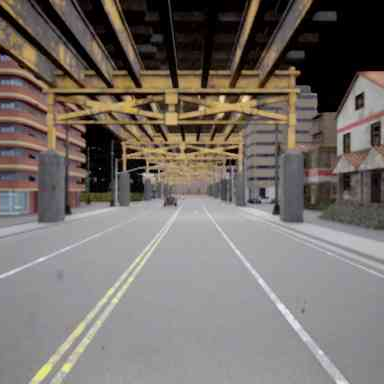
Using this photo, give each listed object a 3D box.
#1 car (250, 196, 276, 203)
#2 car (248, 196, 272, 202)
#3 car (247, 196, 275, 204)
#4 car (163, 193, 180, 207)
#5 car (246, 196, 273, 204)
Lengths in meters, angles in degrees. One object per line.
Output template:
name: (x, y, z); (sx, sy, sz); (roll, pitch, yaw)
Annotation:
car: (13.303, 1.420, 62.676); (4.536, 1.218, 1.853); (0, 0, -20)
car: (13.628, 1.411, 66.795); (4.536, 1.218, 1.853); (0, 0, 25)
car: (13.255, 1.578, 62.658); (4.974, 1.542, 2.038); (0, 0, -20)
car: (-3.509, 1.493, 54.681); (2.097, 1.767, 4.553); (0, 0, 0)
car: (13.581, 1.568, 66.817); (4.974, 1.542, 2.038); (0, 0, 25)
